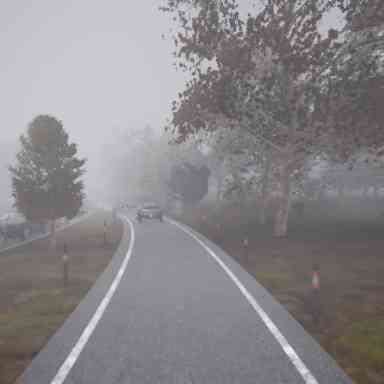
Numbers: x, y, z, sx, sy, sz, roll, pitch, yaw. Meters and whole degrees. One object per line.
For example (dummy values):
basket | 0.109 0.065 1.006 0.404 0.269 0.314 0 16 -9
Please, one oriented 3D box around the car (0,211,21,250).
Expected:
car | -9.101 1.740 13.038 2.231 1.521 4.892 0 -1 -3

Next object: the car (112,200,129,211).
car | -8.906 1.604 42.114 1.895 1.301 4.718 -1 1 -23

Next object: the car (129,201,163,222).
car | -3.471 1.490 26.052 2.128 1.511 4.902 -1 0 -14

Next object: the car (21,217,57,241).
car | -9.623 1.774 18.724 2.097 1.535 5.008 0 -1 -5

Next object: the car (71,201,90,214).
car | -13.750 1.870 41.234 2.002 1.452 4.674 1 0 -15

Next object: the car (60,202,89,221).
car | -12.203 1.795 35.288 2.097 1.535 5.008 -1 0 -10
